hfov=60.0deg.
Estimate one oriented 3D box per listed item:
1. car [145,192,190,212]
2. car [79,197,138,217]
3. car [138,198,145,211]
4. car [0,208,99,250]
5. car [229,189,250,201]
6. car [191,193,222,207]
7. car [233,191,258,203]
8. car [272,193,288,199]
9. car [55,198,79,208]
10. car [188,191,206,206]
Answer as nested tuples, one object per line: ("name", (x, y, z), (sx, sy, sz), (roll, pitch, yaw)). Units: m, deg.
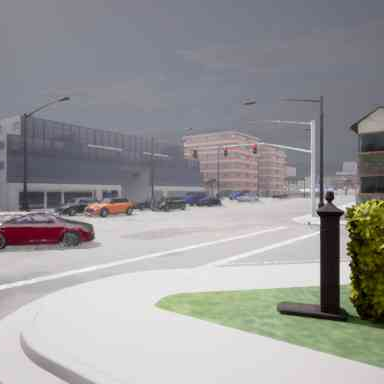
("car", (-2.684, 1.240, 37.612), (2.097, 1.767, 4.553), (0, 1, 35))
("car", (-7.614, 1.301, 30.589), (2.097, 1.767, 4.553), (0, 0, 35))
("car", (-5.451, 1.433, 39.782), (2.033, 1.411, 5.357), (0, 1, 35))
("car", (-6.265, 1.562, 13.967), (4.181, 1.385, 1.994), (0, 0, -12))
("car", (8.715, 0.524, 59.954), (2.150, 2.045, 5.566), (0, 1, 36))
("car", (2.284, 1.292, 44.716), (1.994, 1.385, 4.181), (0, 1, 35))
("car", (9.055, 1.008, 54.368), (1.895, 1.301, 4.718), (0, 2, 35))
("car", (17.567, 0.768, 66.362), (1.895, 1.301, 4.718), (0, 0, 35))
("car", (-10.874, 1.306, 32.030), (2.097, 1.767, 4.553), (0, 0, 35))
("car", (0.229, 0.915, 47.883), (2.150, 2.045, 5.566), (0, 1, 35))
